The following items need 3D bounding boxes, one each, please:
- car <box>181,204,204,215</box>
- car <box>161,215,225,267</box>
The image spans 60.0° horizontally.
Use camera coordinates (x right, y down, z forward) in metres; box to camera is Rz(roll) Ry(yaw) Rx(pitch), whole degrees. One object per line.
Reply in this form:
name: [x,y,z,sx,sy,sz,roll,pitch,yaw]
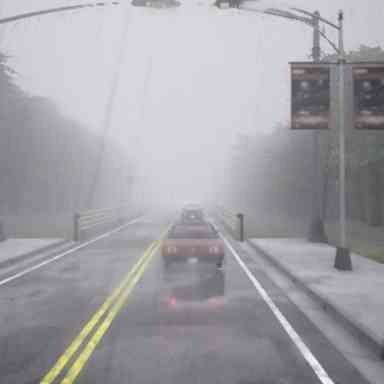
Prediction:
car: [0.061,1.772,28.112,1.812,1.442,4.674,0,0,0]
car: [0.052,1.705,11.797,1.895,1.301,4.718,0,0,1]
